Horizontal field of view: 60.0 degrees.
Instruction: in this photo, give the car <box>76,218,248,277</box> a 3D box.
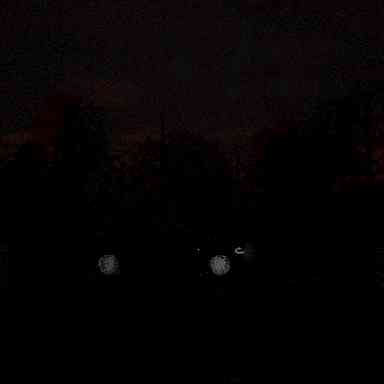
[{"bbox_3d":[-0.831,1.565,9.975,5.008,1.535,1.882,0,-1,1],"label":"car"}]
